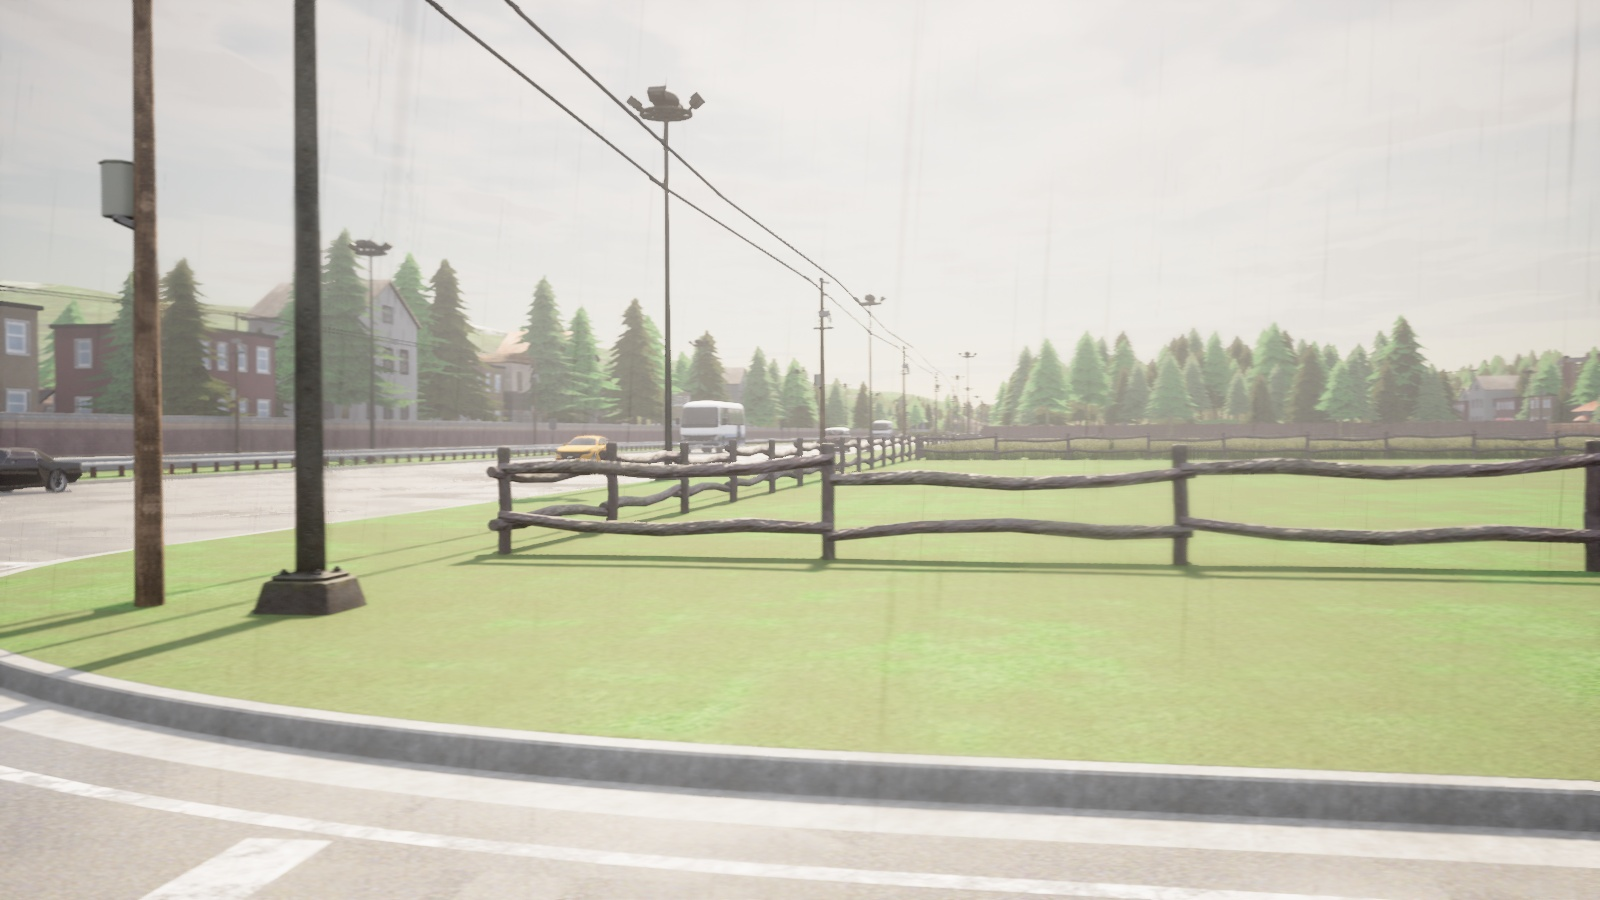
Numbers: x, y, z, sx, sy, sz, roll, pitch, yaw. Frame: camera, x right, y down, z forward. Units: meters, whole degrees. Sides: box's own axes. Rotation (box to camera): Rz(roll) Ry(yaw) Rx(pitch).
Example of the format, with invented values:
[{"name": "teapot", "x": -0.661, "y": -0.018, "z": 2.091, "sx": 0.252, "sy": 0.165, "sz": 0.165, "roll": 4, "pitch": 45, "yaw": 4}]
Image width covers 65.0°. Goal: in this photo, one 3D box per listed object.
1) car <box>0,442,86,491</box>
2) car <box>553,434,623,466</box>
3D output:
[{"name": "car", "x": -22.334, "y": 0.445, "z": 34.745, "sx": 1.895, "sy": 1.301, "sz": 4.718, "roll": 0, "pitch": 1, "yaw": 10}, {"name": "car", "x": -10.457, "y": -0.018, "z": 62.298, "sx": 1.882, "sy": 1.535, "sz": 5.008, "roll": 0, "pitch": 1, "yaw": 10}]
